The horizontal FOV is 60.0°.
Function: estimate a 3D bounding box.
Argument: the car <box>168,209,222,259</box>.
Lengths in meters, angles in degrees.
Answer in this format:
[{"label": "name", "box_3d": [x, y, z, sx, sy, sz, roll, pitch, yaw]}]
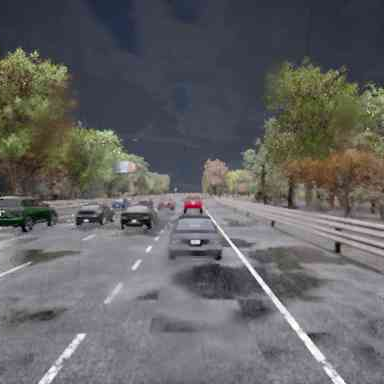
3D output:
[{"label": "car", "box_3d": [0.107, 1.599, 12.756, 2.033, 1.411, 5.357, 0, 0, 0]}]

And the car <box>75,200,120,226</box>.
[{"label": "car", "box_3d": [-6.882, 1.603, 24.054, 1.837, 1.490, 4.892, 0, 0, 0]}]

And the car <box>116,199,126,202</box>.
[{"label": "car", "box_3d": [-10.360, 1.723, 48.511, 1.812, 1.442, 4.674, 0, 0, 0]}]

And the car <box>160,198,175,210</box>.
[{"label": "car", "box_3d": [-3.365, 1.534, 44.573, 2.097, 1.767, 4.553, 0, 0, 0]}]

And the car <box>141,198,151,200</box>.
[{"label": "car", "box_3d": [-6.860, 1.712, 50.330, 1.837, 1.490, 4.892, 0, 0, 0]}]

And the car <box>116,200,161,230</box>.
[{"label": "car", "box_3d": [-3.385, 1.566, 21.993, 1.882, 1.535, 5.008, 0, 0, 0]}]

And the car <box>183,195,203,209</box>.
[{"label": "car", "box_3d": [0.132, 1.388, 40.311, 2.150, 2.045, 5.566, 0, 0, 0]}]

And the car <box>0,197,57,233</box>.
[{"label": "car", "box_3d": [-10.385, 1.305, 20.602, 2.150, 2.045, 5.566, 0, 0, 0]}]
